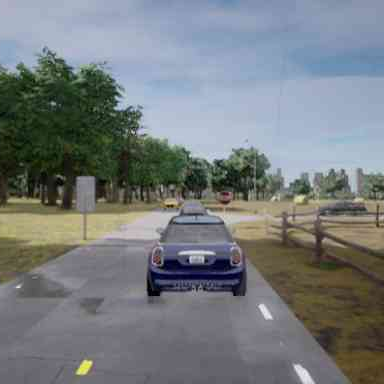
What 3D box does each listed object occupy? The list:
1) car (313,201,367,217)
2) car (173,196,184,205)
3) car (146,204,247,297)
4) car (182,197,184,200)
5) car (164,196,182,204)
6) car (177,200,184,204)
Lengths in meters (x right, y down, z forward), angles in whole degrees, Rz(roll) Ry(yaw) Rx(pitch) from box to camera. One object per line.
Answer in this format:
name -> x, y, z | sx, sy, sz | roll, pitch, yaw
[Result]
car -> 14.197, 1.628, 32.146 | 4.892, 1.490, 1.837 | -1, -2, 0
car -> -2.715, 1.676, 69.154 | 2.097, 1.767, 4.553 | 0, 0, 0
car -> 0.100, 1.362, 8.746 | 2.097, 1.767, 4.553 | 0, 0, 0
car -> -2.810, 1.782, 57.255 | 1.994, 1.385, 4.181 | 0, 0, -1
car -> -2.821, 1.612, 45.837 | 1.882, 1.535, 5.008 | 0, 0, 0
car -> 0.111, 1.542, 21.569 | 1.837, 1.490, 4.892 | 0, 0, 0
